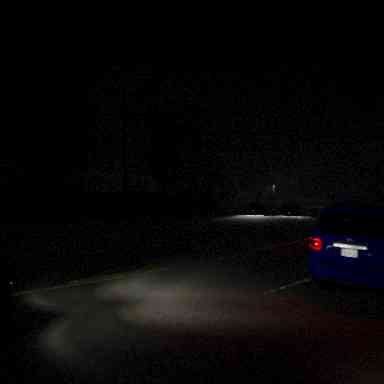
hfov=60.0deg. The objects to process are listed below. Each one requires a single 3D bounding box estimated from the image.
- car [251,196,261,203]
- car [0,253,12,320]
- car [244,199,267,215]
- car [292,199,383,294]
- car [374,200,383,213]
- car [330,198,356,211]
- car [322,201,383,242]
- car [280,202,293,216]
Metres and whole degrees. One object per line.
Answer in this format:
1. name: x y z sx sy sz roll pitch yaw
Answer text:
1. car: 14.586 1.760 76.403 2.033 1.411 5.357 -1 0 9
2. car: -5.463 1.217 4.264 5.566 2.045 2.150 0 0 -32
3. car: 6.889 1.764 35.861 1.994 1.385 4.181 -1 -1 20
4. car: 4.937 1.230 8.096 5.566 2.045 2.150 0 0 -43
5. car: 22.285 1.634 37.357 2.033 1.411 5.357 -1 0 14
6. car: 20.169 1.663 44.662 2.128 1.511 4.902 -1 -1 11
7. car: 8.630 1.386 17.459 2.097 1.767 4.553 -1 0 39
8. car: 10.483 1.716 35.237 2.033 1.411 5.357 -1 -1 20
